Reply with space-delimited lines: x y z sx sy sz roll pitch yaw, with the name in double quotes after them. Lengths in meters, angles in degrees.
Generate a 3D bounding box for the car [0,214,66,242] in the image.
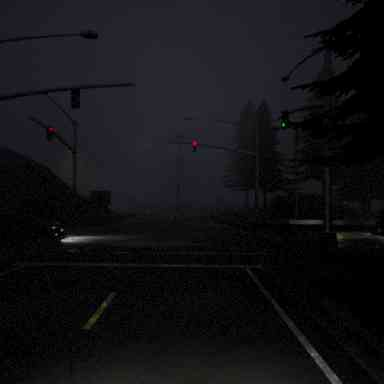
-8.979 1.871 17.700 4.181 1.385 1.994 0 -1 -4 "car"

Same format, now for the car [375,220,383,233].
14.206 1.868 21.188 4.553 1.767 2.097 0 -1 0 "car"
